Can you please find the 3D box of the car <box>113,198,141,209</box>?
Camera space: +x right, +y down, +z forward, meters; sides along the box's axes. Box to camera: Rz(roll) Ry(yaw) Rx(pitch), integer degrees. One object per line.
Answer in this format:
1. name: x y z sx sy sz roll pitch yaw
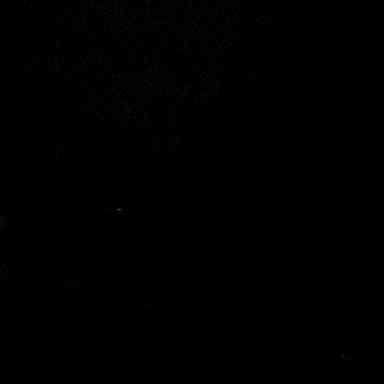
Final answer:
1. car: -8.490 1.542 44.229 1.994 1.385 4.181 0 0 32
